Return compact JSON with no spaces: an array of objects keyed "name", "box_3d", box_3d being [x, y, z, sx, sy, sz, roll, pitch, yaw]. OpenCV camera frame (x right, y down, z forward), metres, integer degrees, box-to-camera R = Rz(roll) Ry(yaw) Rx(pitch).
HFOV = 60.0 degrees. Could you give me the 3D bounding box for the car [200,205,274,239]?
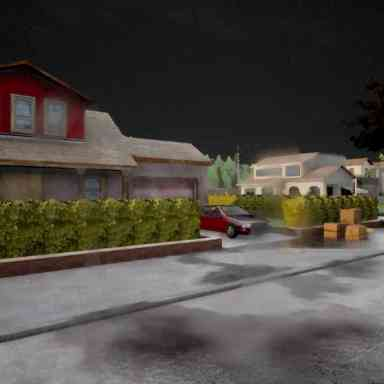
[{"name":"car","box_3d":[1.536,1.356,16.530,2.033,1.415,5.357,0,0,-33]}]
